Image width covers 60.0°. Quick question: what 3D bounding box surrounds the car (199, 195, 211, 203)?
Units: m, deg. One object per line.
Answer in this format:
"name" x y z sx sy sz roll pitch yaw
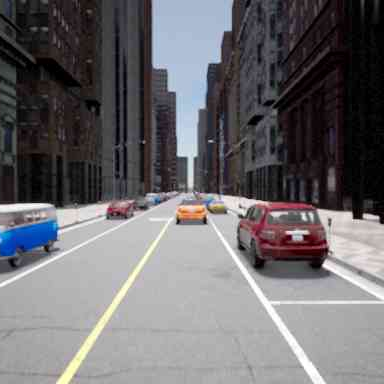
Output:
"car" 2.409 1.286 61.676 2.008 1.369 4.403 0 0 0

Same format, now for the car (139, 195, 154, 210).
"car" -5.984 1.410 39.069 1.947 1.339 4.313 0 0 0

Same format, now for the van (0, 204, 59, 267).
"van" -5.820 1.304 10.885 1.690 1.788 3.998 0 0 0

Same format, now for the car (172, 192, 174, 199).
"car" -6.249 1.108 84.161 1.967 1.590 4.097 0 0 0

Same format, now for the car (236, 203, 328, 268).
"car" 2.704 1.258 10.949 2.192 1.841 5.009 0 0 0

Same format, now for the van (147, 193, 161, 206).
"van" -6.051 1.141 50.341 1.690 1.788 3.998 0 0 0

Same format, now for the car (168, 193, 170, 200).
"car" -6.150 1.048 67.251 2.192 1.841 5.009 0 0 0

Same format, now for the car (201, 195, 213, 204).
"car" 2.441 1.282 56.210 1.752 1.417 4.829 0 0 0

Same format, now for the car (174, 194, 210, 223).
"car" -0.037 1.242 24.302 2.097 1.767 4.553 0 0 0

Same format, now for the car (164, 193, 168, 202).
"car" -6.116 1.321 61.615 1.947 1.339 4.313 0 0 0

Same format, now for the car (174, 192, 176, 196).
"car" -6.314 1.064 95.435 1.967 1.590 4.097 0 0 0

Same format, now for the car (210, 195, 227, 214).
"car" 2.572 1.371 33.665 1.752 1.417 4.829 0 0 0

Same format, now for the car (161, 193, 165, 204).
"car" -6.083 1.343 55.979 1.947 1.339 4.313 0 0 0

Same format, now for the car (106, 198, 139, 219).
"car" -5.918 1.434 27.796 1.887 1.381 4.507 0 0 0

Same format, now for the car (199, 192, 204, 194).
"car" 2.474 1.220 50.403 1.967 1.590 4.097 0 0 0
